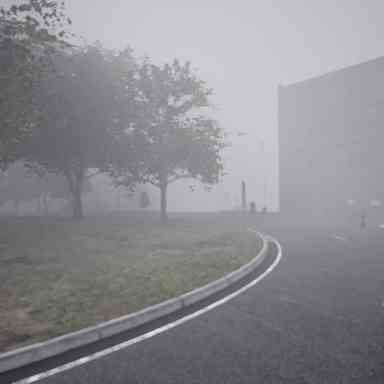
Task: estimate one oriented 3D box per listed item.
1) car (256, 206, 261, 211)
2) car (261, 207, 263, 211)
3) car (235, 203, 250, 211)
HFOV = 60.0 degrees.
[{"bbox_3d":[15.500,4.480,83.773,2.002,1.452,4.674,-1,-4,17],"label":"car"},{"bbox_3d":[17.112,4.660,89.158,2.185,1.767,4.553,-1,-4,17],"label":"car"},{"bbox_3d":[9.198,3.125,62.698,2.002,1.452,4.674,1,-3,17],"label":"car"}]
